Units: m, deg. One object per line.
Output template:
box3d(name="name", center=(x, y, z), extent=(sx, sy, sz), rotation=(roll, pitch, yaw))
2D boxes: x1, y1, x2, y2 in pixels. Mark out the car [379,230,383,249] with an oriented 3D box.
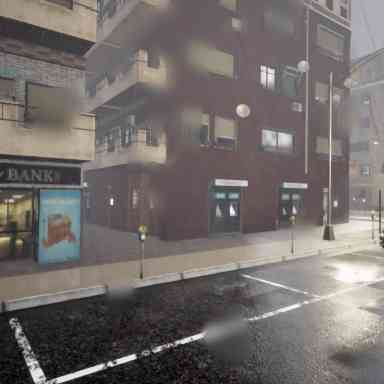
box3d(name="car", center=(9.086, 1.554, 13.120), extent=(4.403, 1.369, 2.008), rotation=(0, 1, -35))
